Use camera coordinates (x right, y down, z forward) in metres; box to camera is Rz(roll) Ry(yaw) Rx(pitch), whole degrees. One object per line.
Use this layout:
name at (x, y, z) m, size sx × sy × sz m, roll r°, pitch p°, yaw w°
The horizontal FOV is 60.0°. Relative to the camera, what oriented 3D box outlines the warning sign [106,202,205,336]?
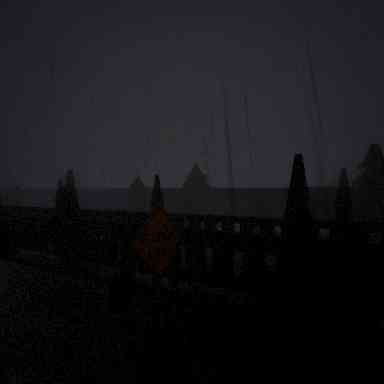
warning sign at (-0.577, 1.114, 5.571) m, size 1.060 × 1.860 × 1.300 m, roll 0°, pitch 0°, yaw 36°
